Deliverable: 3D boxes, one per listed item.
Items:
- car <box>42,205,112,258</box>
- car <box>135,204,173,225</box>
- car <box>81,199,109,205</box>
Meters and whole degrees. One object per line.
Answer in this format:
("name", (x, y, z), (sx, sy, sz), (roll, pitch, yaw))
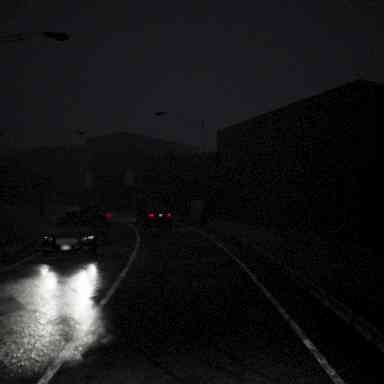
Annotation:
("car", (-4.284, 1.497, 12.985), (2.128, 1.511, 4.902), (0, 0, -7))
("car", (-2.854, 1.572, 24.179), (2.033, 1.411, 5.357), (0, 0, -18))
("car", (-11.305, 1.495, 38.567), (2.128, 1.511, 4.902), (1, 0, -40))
